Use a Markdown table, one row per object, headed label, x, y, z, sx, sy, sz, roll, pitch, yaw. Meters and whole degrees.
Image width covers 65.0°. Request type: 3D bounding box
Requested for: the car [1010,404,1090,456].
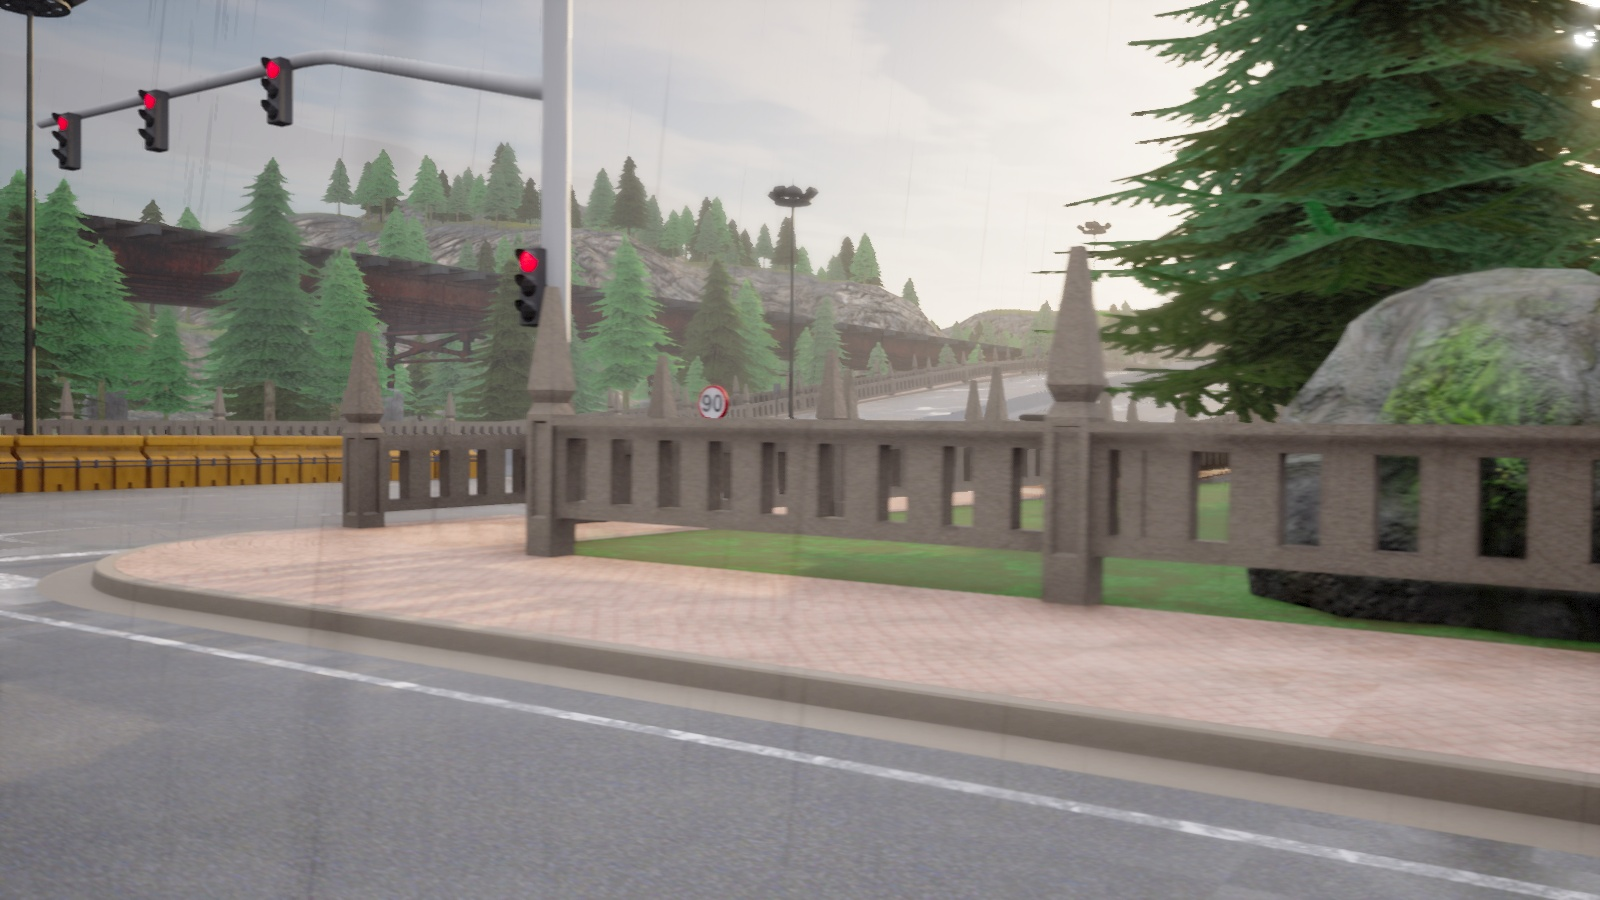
| label | x | y | z | sx | sy | sz | roll | pitch | yaw |
| --- | --- | --- | --- | --- | --- | --- | --- | --- | --- |
| car | 10.494 | -0.850 | 52.456 | 1.905 | 1.878 | 3.866 | 0 | 5 | 34 |
